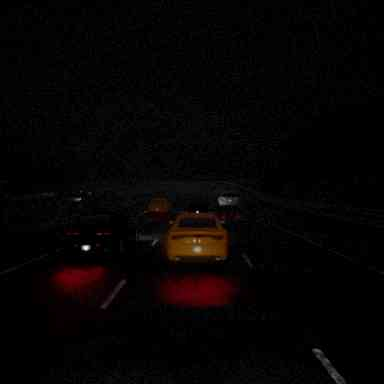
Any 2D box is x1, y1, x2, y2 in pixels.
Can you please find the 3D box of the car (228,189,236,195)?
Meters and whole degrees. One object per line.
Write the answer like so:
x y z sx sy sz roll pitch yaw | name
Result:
9.544 -0.013 79.628 1.812 1.442 4.674 0 2 5 | car

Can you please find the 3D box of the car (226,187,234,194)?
10.232 -0.424 89.630 1.837 1.490 4.892 0 2 3 | car

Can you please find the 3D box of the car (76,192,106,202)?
-13.262 1.176 42.980 2.033 1.411 5.357 0 1 2 | car

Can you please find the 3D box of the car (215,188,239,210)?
4.165 0.914 38.339 2.150 2.045 5.566 0 1 2 | car

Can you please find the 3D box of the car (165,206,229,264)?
0.181 1.468 11.835 1.882 1.535 5.008 0 0 1 | car

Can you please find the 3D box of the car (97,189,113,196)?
-18.792 0.082 71.990 1.812 1.442 4.674 0 2 3 | car

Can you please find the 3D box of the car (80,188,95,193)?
-21.805 -0.118 69.573 2.097 1.767 4.553 0 2 0 | car

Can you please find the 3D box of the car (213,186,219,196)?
5.994 0.106 76.460 1.882 1.535 5.008 0 2 3 | car

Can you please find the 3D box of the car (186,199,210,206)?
0.518 1.370 29.898 1.837 1.490 4.892 0 1 1 | car

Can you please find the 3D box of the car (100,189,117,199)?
-15.783 0.448 63.199 2.097 1.767 4.553 0 2 3 | car

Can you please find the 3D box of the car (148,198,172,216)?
-2.948 1.324 31.223 1.882 1.535 5.008 0 1 2 | car

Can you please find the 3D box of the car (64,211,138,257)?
-3.307 1.493 12.880 1.837 1.490 4.892 0 0 1 | car
